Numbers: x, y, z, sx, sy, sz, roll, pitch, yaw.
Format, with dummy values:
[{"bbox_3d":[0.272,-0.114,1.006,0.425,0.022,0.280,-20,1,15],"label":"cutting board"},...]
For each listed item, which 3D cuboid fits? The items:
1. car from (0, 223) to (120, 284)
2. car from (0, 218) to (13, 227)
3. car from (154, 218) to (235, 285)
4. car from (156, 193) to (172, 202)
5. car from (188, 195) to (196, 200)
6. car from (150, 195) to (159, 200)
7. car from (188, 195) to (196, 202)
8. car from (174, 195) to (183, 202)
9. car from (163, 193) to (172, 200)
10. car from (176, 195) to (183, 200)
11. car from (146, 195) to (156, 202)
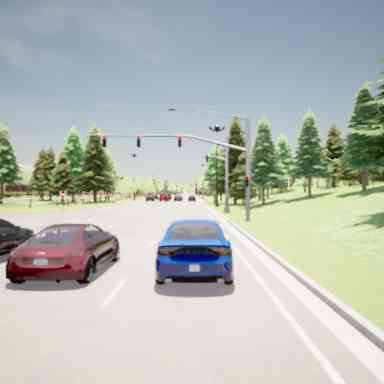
[{"bbox_3d":[-3.438,1.580,9.651,1.994,1.385,4.181,0,0,1],"label":"car"},{"bbox_3d":[-6.922,1.544,11.004,1.812,1.442,4.674,0,0,0],"label":"car"},{"bbox_3d":[0.069,1.493,9.616,1.882,1.535,5.008,0,0,0],"label":"car"},{"bbox_3d":[-7.007,1.353,83.550,2.150,2.045,5.566,0,0,0],"label":"car"},{"bbox_3d":[-0.007,1.538,93.940,1.994,1.385,4.181,0,0,0],"label":"car"},{"bbox_3d":[-10.507,1.485,93.939,1.837,1.490,4.892,0,0,0],"label":"car"},{"bbox_3d":[-0.007,1.605,83.520,1.882,1.535,5.008,0,0,0],"label":"car"},{"bbox_3d":[-3.507,1.483,83.873,2.097,1.767,4.553,0,0,0],"label":"car"},{"bbox_3d":[-7.007,1.210,93.970,2.150,2.045,5.566,0,0,0],"label":"car"},{"bbox_3d":[-3.507,1.538,93.940,1.994,1.385,4.181,0,0,0],"label":"car"},{"bbox_3d":[-10.507,1.627,83.519,1.837,1.490,4.892,0,0,0],"label":"car"}]
